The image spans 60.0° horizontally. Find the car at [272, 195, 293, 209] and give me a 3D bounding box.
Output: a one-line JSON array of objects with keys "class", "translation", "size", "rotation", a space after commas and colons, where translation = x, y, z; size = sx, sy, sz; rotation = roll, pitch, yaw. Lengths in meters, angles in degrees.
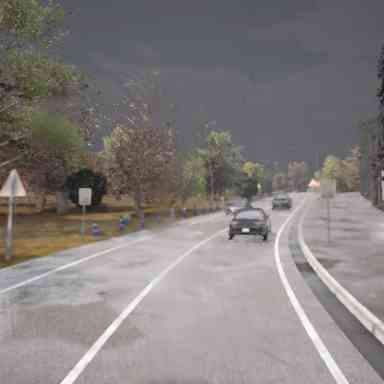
[{"class": "car", "translation": [10.123, 1.099, 37.158], "size": [2.128, 1.511, 4.902], "rotation": [-2, 1, 21]}]

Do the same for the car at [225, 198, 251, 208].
[{"class": "car", "translation": [4.507, 1.353, 32.088], "size": [2.128, 1.511, 4.902], "rotation": [-2, 1, 21]}]

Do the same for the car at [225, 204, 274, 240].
[{"class": "car", "translation": [3.058, 1.556, 17.248], "size": [1.812, 1.442, 4.674], "rotation": [-1, 0, 16]}]
